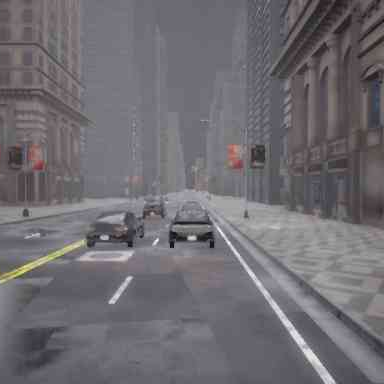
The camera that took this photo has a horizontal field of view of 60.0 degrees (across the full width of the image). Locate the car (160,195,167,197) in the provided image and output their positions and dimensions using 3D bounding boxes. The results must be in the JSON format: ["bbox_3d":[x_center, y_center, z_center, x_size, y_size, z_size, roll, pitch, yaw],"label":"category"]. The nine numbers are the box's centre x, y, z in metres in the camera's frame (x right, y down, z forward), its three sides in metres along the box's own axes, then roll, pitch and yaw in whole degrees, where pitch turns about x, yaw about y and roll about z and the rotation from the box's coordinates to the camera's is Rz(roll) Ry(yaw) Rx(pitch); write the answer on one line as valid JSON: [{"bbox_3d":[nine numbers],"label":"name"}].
[{"bbox_3d":[-6.500,1.446,76.415,1.812,1.442,4.674,0,0,0],"label":"car"}]

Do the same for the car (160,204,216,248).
[{"bbox_3d":[0.000,1.490,14.650,2.128,1.511,4.902,0,0,0],"label":"car"}]

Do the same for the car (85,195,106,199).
[{"bbox_3d":[-26.030,1.383,91.365,4.507,1.381,1.887,0,0,0],"label":"car"}]

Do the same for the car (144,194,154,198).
[{"bbox_3d":[-9.750,1.277,76.445,2.097,1.767,4.553,0,0,0],"label":"car"}]

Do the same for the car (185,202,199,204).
[{"bbox_3d":[0.000,1.555,29.652,2.033,1.411,5.357,0,0,0],"label":"car"}]

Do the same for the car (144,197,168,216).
[{"bbox_3d":[-3.250,1.508,29.652,1.837,1.490,4.892,0,0,0],"label":"car"}]

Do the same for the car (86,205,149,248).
[{"bbox_3d":[-3.250,1.528,14.651,1.812,1.442,4.674,0,0,0],"label":"car"}]
